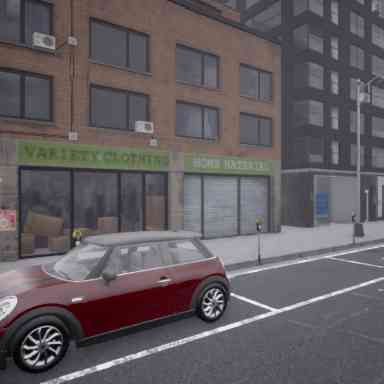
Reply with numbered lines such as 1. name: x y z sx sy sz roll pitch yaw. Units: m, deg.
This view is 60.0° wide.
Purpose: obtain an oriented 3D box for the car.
1. car: -1.369 1.440 5.559 4.097 1.590 1.967 0 0 -36
